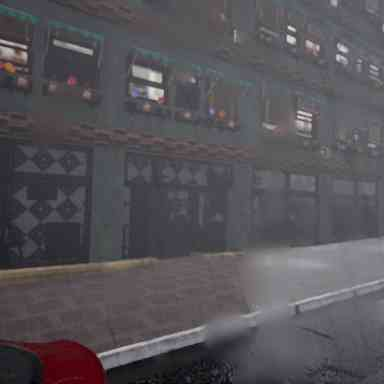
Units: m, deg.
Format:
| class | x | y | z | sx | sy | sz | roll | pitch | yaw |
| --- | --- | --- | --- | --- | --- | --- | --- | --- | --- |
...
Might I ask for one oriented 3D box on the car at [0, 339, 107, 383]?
| class | x | y | z | sx | sy | sz | roll | pitch | yaw |
| --- | --- | --- | --- | --- | --- | --- | --- | --- | --- |
| car | -2.552 | 1.528 | 1.245 | 4.674 | 1.442 | 1.812 | 1 | -1 | -34 |
